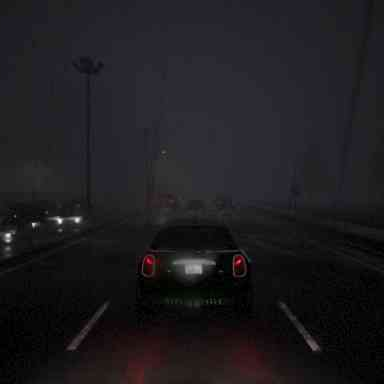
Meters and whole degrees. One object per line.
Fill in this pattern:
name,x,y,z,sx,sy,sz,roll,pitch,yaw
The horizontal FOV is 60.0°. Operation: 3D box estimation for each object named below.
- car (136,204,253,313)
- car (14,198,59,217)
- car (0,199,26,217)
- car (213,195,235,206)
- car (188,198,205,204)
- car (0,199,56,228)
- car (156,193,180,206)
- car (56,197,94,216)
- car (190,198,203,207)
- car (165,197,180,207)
car,0.060,1.341,7.811,2.097,1.767,4.553,0,0,1
car,-14.622,1.435,31.625,1.882,1.535,5.008,0,0,1
car,-18.116,1.482,32.114,1.812,1.442,4.674,0,0,1
car,4.006,1.297,40.177,2.097,1.767,4.553,0,0,1
car,0.506,1.437,40.205,2.128,1.511,4.902,0,0,1
car,-11.252,1.462,21.915,2.128,1.511,4.902,0,0,1
car,-3.011,1.167,39.594,2.150,2.045,5.566,0,0,1
car,-11.116,1.308,32.051,2.097,1.767,4.553,0,0,1
car,0.629,1.532,50.548,1.895,1.301,4.718,0,0,1
car,-2.883,1.496,50.185,1.994,1.385,4.181,0,0,1
